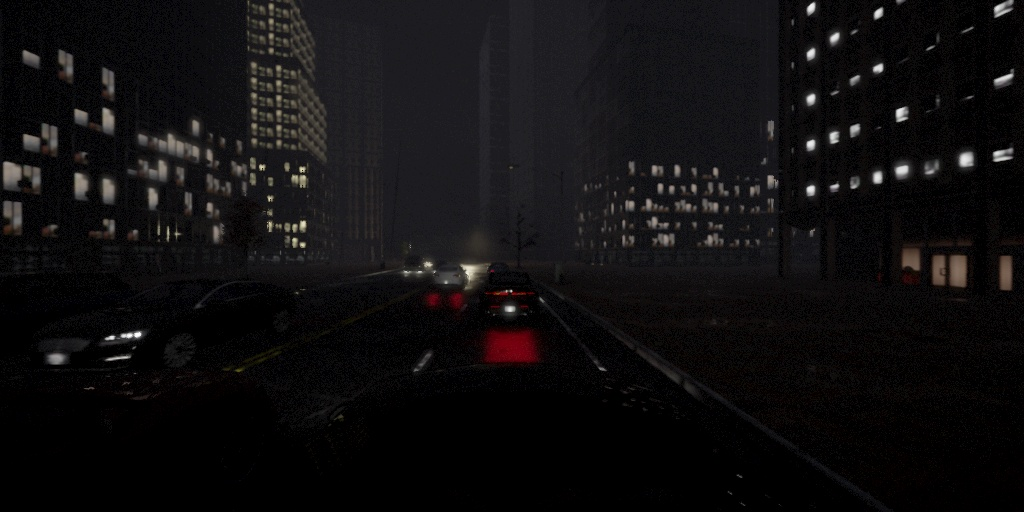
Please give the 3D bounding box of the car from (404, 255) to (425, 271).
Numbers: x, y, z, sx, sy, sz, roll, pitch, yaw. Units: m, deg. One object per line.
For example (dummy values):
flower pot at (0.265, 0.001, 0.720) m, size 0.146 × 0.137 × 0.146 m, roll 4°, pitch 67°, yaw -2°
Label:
car at (-12.899, 0.895, 47.754) m, size 2.150 × 2.045 × 5.566 m, roll 0°, pitch 0°, yaw -7°

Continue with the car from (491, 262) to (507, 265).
car at (-1.146, 1.240, 31.007) m, size 2.033 × 1.411 × 5.357 m, roll 0°, pitch 0°, yaw -5°

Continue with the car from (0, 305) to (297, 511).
car at (-3.188, 1.279, 1.517) m, size 1.812 × 1.442 × 4.674 m, roll 0°, pitch 0°, yaw 0°

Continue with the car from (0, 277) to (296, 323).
car at (-6.702, 1.237, 7.691) m, size 2.128 × 1.511 × 4.902 m, roll 0°, pitch 0°, yaw -1°

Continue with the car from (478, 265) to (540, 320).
car at (-0.120, 1.234, 12.490) m, size 1.837 × 1.490 × 4.892 m, roll 0°, pitch 0°, yaw -2°

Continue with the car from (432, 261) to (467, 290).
car at (-3.811, 1.239, 22.349) m, size 1.812 × 1.442 × 4.674 m, roll 0°, pitch 0°, yaw -3°

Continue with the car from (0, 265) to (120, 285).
car at (-9.940, 1.102, 6.896) m, size 2.097 × 1.767 × 4.553 m, roll 0°, pitch 0°, yaw -1°
